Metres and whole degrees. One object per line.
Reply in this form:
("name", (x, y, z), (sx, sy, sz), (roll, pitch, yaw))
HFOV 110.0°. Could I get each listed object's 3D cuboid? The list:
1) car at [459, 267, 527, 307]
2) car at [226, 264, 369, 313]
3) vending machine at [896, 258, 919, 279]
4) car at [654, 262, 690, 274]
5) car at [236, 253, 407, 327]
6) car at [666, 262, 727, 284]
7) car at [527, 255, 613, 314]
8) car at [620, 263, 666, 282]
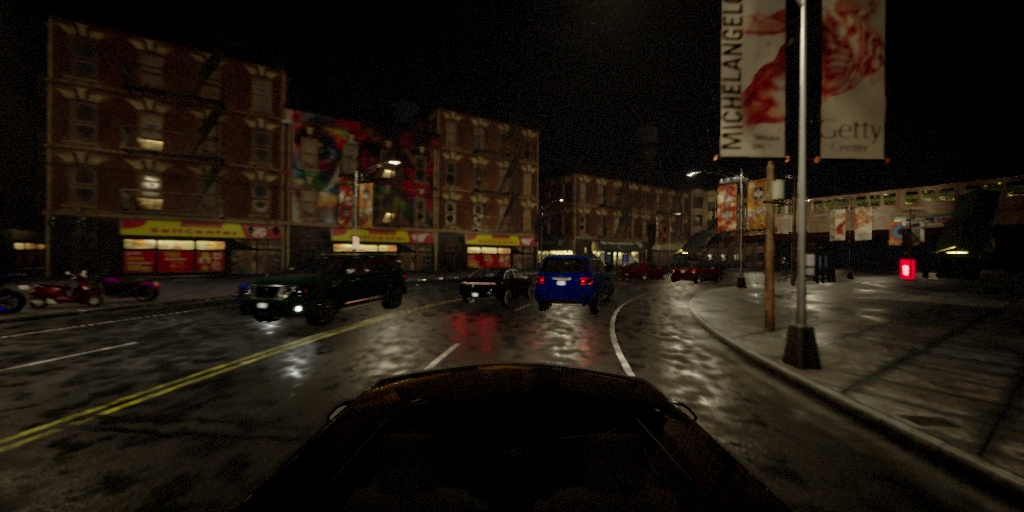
("car", (-0.486, 1.235, 15.527), (2.128, 1.511, 4.902), (0, 0, 21))
("car", (-8.365, 1.148, 14.676), (1.882, 1.535, 5.008), (0, 0, 19))
("vending machine", (37.758, 1.293, 34.270), (0.880, 2.100, 1.100), (0, 0, -32))
("car", (19.815, 1.494, 44.334), (4.181, 1.385, 1.994), (1, 0, -31))
("car", (-5.669, 0.918, 11.833), (2.150, 2.045, 5.566), (0, 0, 15))
("car", (14.684, 1.236, 28.374), (4.553, 1.767, 2.097), (1, 0, -35))
("car", (2.627, 0.994, 14.302), (2.150, 2.045, 5.566), (0, 0, 22))
("car", (11.184, 1.329, 30.227), (5.008, 1.535, 1.882), (1, 0, -37))
